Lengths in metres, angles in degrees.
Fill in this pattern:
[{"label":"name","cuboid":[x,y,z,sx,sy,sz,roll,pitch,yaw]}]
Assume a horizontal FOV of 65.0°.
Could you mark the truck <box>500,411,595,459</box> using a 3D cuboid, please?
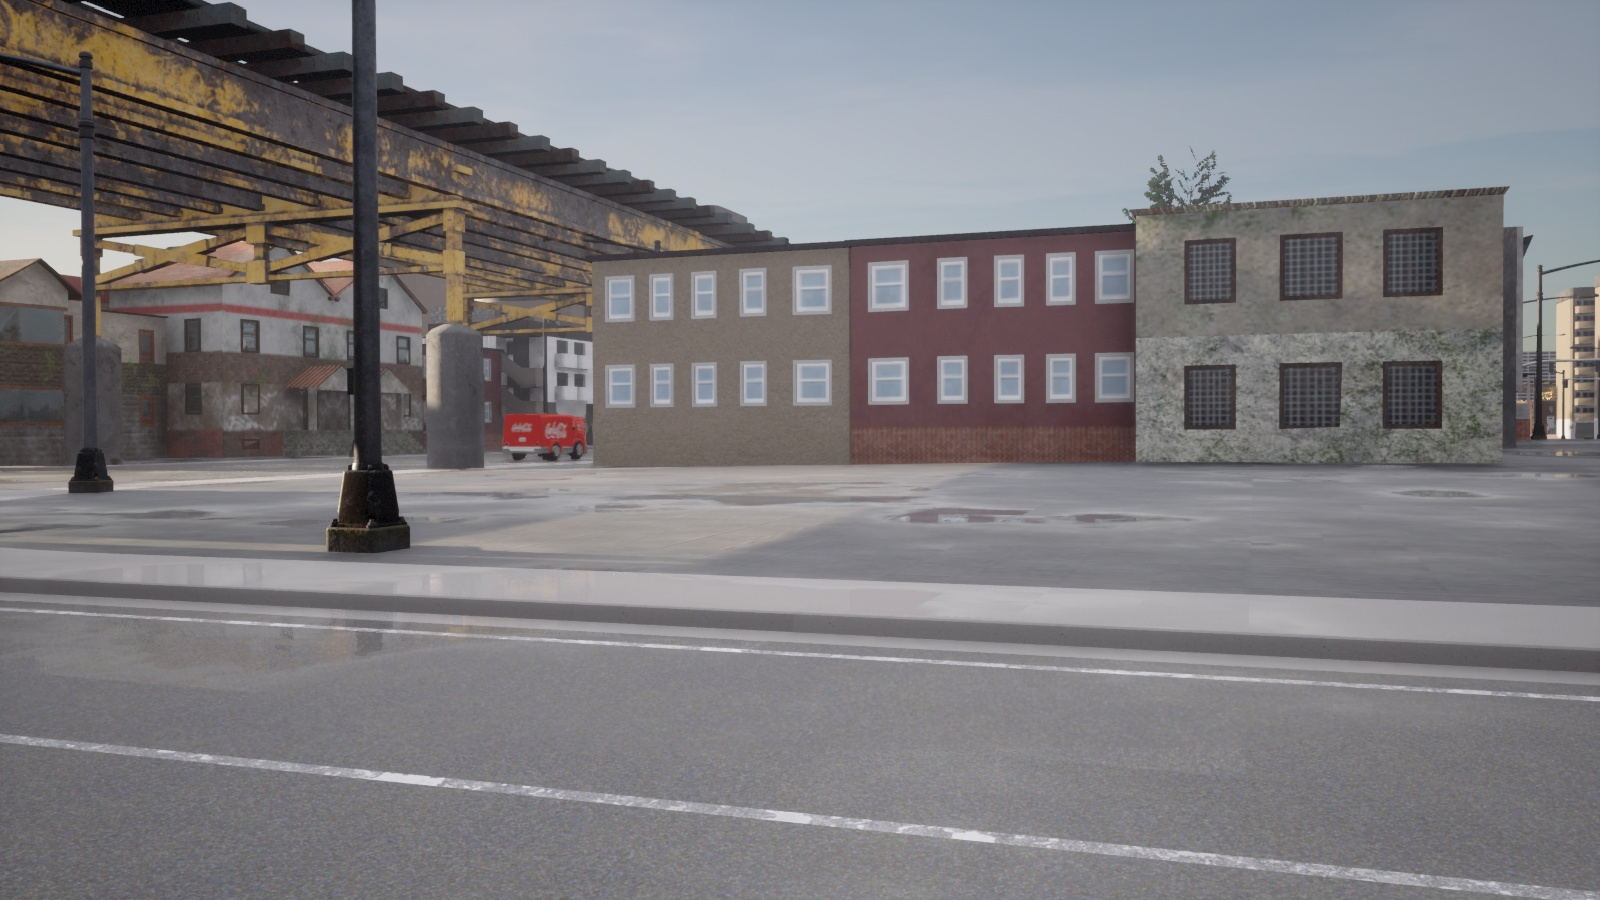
[{"label":"truck","cuboid":[-13.463,-0.792,67.350,2.627,2.467,5.204,1,1,20]}]
